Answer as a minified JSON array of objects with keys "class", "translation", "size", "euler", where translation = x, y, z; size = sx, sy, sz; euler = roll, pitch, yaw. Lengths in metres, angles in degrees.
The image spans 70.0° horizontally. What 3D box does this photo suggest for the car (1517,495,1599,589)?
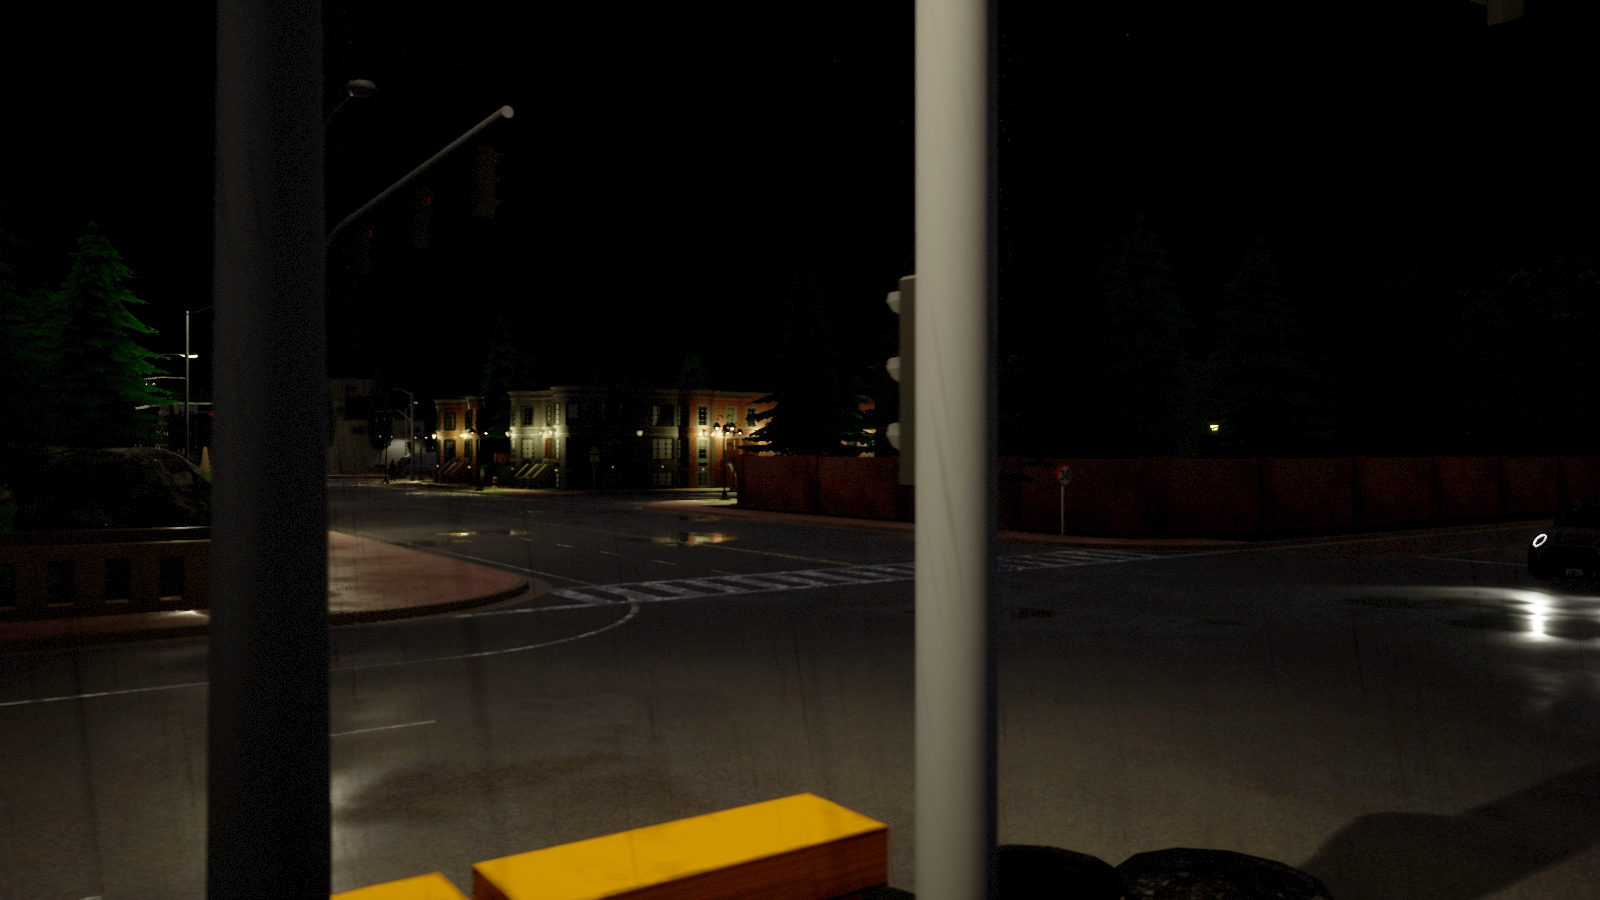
[{"class":"car","translation":[17.689,1.924,24.728],"size":[4.553,1.767,2.097],"euler":[0,0,-35]}]
